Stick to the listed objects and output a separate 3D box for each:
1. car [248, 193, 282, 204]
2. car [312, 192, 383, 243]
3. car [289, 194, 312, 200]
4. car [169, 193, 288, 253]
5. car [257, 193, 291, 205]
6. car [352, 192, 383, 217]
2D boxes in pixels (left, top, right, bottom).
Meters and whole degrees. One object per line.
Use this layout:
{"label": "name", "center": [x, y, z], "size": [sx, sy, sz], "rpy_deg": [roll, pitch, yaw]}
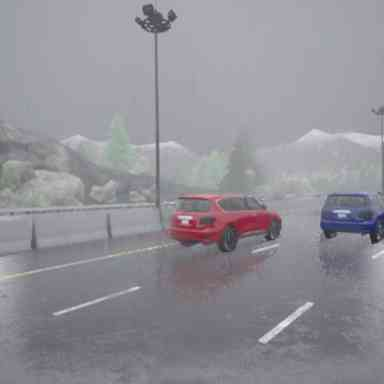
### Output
{"label": "car", "center": [11.209, 0.954, 50.991], "size": [5.357, 1.411, 2.033], "rpy_deg": [-1, 1, -37]}
{"label": "car", "center": [7.767, 0.988, 15.085], "size": [2.150, 2.045, 5.566], "rpy_deg": [0, 1, 43]}
{"label": "car", "center": [14.293, 0.938, 40.132], "size": [5.008, 1.535, 1.882], "rpy_deg": [-1, 0, -38]}
{"label": "car", "center": [1.526, 1.085, 13.407], "size": [2.150, 2.045, 5.566], "rpy_deg": [0, 1, 41]}
{"label": "car", "center": [11.591, 0.929, 46.878], "size": [4.902, 1.511, 2.128], "rpy_deg": [-1, 1, -37]}
{"label": "car", "center": [15.021, 0.919, 26.861], "size": [4.553, 1.767, 2.097], "rpy_deg": [-1, 1, -41]}
